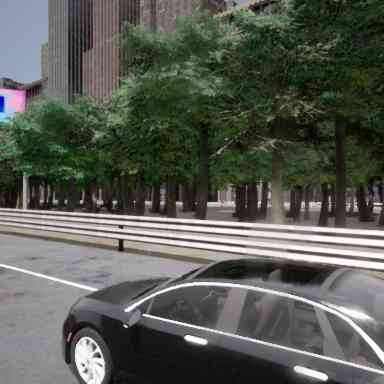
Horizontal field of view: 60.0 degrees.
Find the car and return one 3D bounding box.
[{"bbox_3d":[0.576,1.504,3.585,4.892,1.490,1.837,0,0,36],"label":"car"}]
